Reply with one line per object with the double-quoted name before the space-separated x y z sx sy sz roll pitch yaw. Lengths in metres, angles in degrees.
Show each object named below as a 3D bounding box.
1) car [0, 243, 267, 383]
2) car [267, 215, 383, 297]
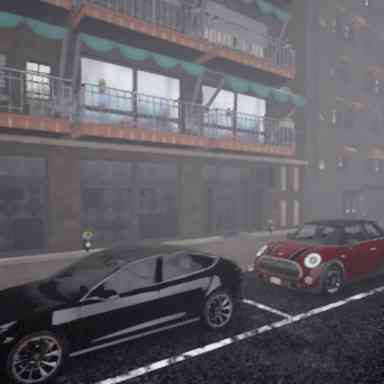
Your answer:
"car" -1.067 1.571 5.336 4.313 1.339 1.947 0 0 -35
"car" 3.495 1.457 8.575 4.097 1.590 1.967 0 0 -35
